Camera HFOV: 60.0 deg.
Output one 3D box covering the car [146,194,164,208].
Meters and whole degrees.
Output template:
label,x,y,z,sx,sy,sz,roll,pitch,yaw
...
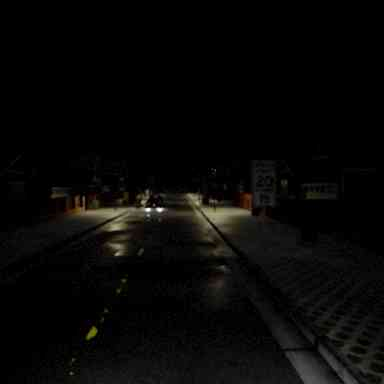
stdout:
label,x,y,z,sx,sy,sz,roll,pitch,yaw
car,-4.201,0.994,38.545,2.033,1.411,5.357,-1,1,-2
